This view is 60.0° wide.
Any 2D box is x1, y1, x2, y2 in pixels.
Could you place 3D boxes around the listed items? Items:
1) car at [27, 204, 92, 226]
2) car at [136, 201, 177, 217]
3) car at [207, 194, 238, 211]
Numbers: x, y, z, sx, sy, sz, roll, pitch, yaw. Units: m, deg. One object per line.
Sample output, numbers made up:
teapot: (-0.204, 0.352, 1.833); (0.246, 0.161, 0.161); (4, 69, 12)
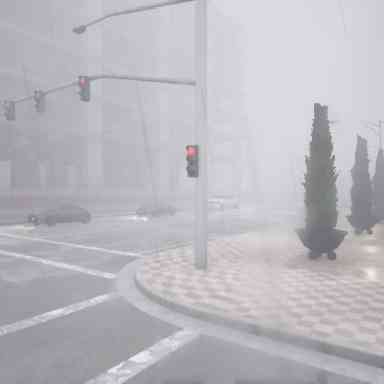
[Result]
car: (-9.162, 1.564, 23.249); (1.994, 1.385, 4.181); (0, 0, 36)
car: (-3.310, 1.564, 31.331); (1.994, 1.385, 4.181); (0, 0, 36)
car: (3.717, 1.219, 41.026); (2.150, 2.045, 5.566); (0, 0, 35)
